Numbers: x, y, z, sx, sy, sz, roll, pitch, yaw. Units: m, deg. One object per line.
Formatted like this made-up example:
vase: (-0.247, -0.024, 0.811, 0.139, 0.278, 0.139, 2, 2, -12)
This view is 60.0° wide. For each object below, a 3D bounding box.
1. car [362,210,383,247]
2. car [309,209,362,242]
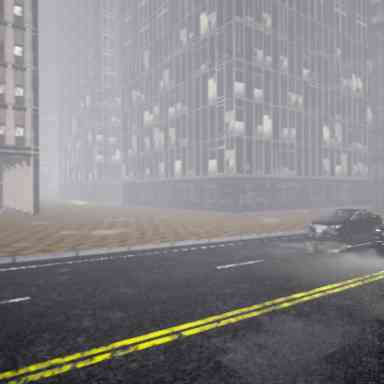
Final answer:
car: (10.001, 1.638, 14.812, 4.902, 1.511, 2.128, 1, 0, -36)
car: (8.125, 1.638, 17.466, 4.902, 1.511, 2.128, 1, 0, -35)
